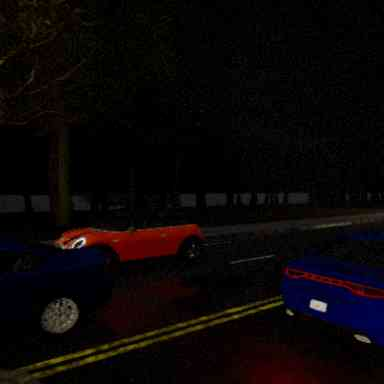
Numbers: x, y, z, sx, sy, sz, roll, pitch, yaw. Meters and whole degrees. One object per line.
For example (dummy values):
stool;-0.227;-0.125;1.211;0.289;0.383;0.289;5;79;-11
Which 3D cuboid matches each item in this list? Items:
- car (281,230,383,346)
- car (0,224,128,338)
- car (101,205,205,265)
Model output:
car;3.805;1.455;6.163;5.008;1.535;1.882;0;0;-36
car;-3.729;1.479;5.021;5.008;1.535;1.882;0;0;-36
car;-1.875;1.338;10.338;4.553;1.767;2.097;0;0;-36
